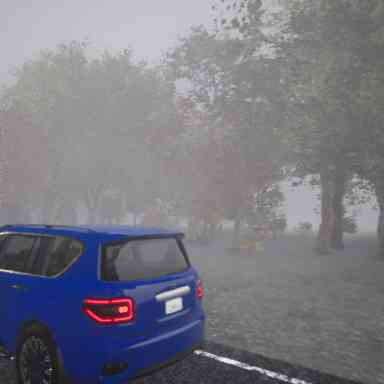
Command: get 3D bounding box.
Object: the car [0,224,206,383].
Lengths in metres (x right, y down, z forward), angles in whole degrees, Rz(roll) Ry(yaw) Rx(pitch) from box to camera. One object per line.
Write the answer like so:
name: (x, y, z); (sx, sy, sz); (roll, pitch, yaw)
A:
car: (-2.404, 1.541, 5.550); (5.566, 2.045, 2.150); (-2, -6, 35)
